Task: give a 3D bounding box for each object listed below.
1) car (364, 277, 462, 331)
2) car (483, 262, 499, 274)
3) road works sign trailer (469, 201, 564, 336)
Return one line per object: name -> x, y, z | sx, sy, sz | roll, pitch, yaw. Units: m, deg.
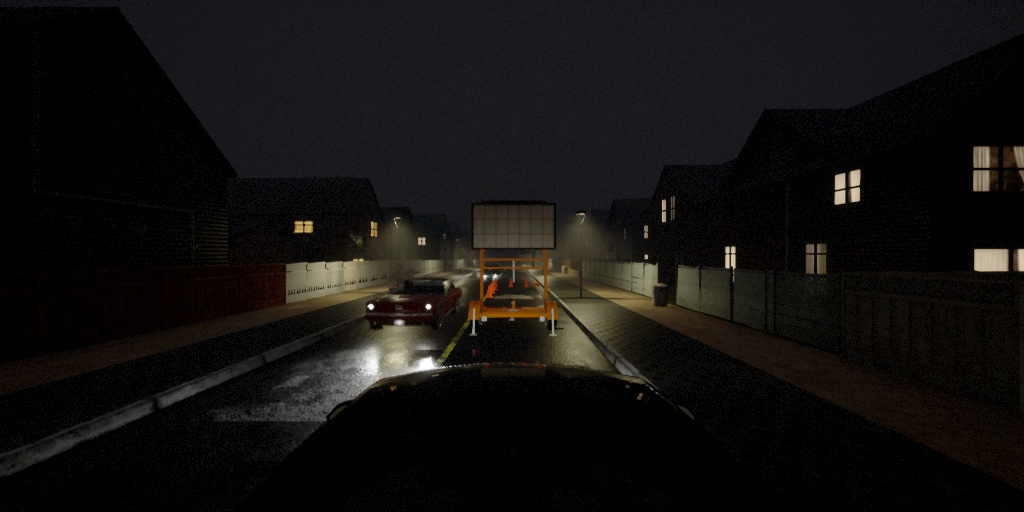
car -> -2.804, 1.351, 11.132 | 1.895, 1.301, 4.718 | 0, 0, 0
car -> -2.545, 1.398, 42.336 | 1.994, 1.385, 4.181 | 0, 0, 0
road works sign trailer -> 0.049, 0.214, 10.390 | 2.380, 3.560, 2.880 | 0, 0, 1
